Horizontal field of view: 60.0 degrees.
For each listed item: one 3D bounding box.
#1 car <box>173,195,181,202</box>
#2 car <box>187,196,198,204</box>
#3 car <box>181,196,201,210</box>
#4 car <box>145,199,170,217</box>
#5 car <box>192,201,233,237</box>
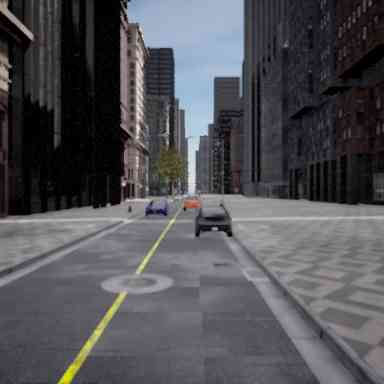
[{"bbox_3d":[-2.969,1.424,71.168,1.812,1.442,4.674,0,0,0],"label":"car"},{"bbox_3d":[0.027,1.474,62.413,1.994,1.385,4.181,0,0,0],"label":"car"},{"bbox_3d":[0.067,1.278,41.129,2.097,1.767,4.553,0,0,1],"label":"car"},{"bbox_3d":[-3.080,1.420,30.269,1.882,1.535,5.008,0,0,0],"label":"car"},{"bbox_3d":[1.059,1.469,17.833,1.837,1.490,4.892,0,0,0],"label":"car"}]
